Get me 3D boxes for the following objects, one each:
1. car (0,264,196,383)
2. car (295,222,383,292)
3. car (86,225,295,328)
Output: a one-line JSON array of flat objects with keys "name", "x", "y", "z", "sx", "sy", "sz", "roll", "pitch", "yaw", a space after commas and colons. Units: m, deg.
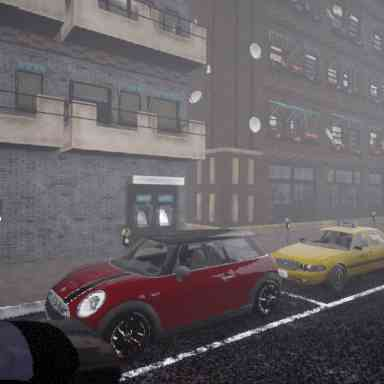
[{"name": "car", "x": -2.604, "y": 1.491, "z": 1.210, "sx": 4.902, "sy": 1.511, "sz": 2.128, "roll": 0, "pitch": 0, "yaw": -36}, {"name": "car", "x": 4.013, "y": 1.527, "z": 8.957, "sx": 4.829, "sy": 1.417, "sz": 1.752, "roll": 0, "pitch": 1, "yaw": -36}, {"name": "car", "x": -0.363, "y": 1.441, "z": 5.829, "sx": 4.097, "sy": 1.590, "sz": 1.967, "roll": 0, "pitch": 1, "yaw": -36}]
